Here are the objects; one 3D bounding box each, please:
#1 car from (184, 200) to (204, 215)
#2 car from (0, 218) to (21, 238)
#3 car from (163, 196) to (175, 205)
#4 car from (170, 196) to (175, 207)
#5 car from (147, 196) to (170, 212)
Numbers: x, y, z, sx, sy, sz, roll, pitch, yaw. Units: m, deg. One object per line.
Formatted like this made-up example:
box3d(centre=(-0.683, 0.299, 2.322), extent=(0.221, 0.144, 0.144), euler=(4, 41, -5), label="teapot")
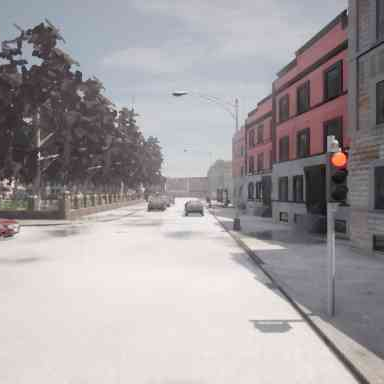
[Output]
box3d(centre=(0.195, 1.547, 33.267), extent=(2.033, 1.411, 5.357), euler=(0, 0, -1), label="car")
box3d(centre=(-10.560, 1.526, 15.519), extent=(4.674, 1.442, 1.812), euler=(0, 0, -1), label="car")
box3d(centre=(-4.050, 1.505, 59.662), extent=(1.837, 1.490, 4.892), euler=(0, 0, 0), label="car")
box3d(centre=(-4.083, 1.547, 49.263), extent=(2.033, 1.411, 5.357), euler=(0, 0, 0), label="car")
box3d(centre=(-4.087, 1.478, 39.363), extent=(1.882, 1.535, 5.008), euler=(0, 0, 0), label="car")
